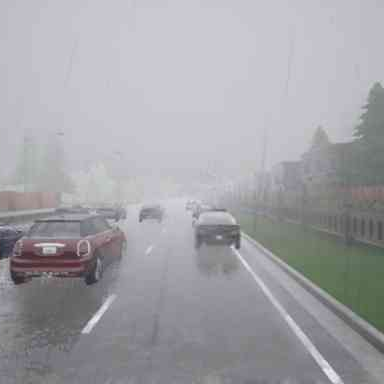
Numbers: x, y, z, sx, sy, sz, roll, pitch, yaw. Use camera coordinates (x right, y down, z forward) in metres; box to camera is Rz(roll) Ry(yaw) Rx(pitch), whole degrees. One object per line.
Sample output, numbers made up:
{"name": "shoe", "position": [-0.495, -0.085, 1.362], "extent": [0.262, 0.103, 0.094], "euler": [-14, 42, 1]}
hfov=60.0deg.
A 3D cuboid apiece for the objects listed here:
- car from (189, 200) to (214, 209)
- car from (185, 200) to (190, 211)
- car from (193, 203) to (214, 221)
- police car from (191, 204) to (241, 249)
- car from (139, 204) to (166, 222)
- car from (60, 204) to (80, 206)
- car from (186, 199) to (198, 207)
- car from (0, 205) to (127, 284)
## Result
{"name": "car", "position": [1.047, 1.586, 25.259], "extent": [2.097, 1.767, 4.553], "euler": [0, -1, 0]}
{"name": "car", "position": [-0.002, 2.050, 48.572], "extent": [1.895, 1.301, 4.718], "euler": [0, -1, 0]}
{"name": "car", "position": [1.047, 1.816, 31.287], "extent": [1.812, 1.442, 4.674], "euler": [0, -1, 0]}
{"name": "police car", "position": [1.049, 1.569, 15.399], "extent": [1.930, 1.638, 5.238], "euler": [0, -1, 0]}
{"name": "car", "position": [-3.403, 1.772, 28.876], "extent": [1.837, 1.490, 4.892], "euler": [0, -1, 0]}
{"name": "car", "position": [-10.403, 1.772, 28.879], "extent": [1.837, 1.490, 4.892], "euler": [0, -1, 0]}
{"name": "car", "position": [-0.006, 2.131, 63.143], "extent": [2.033, 1.411, 5.357], "euler": [0, -1, 0]}
{"name": "car", "position": [-3.401, 1.445, 10.072], "extent": [2.097, 1.767, 4.553], "euler": [0, -1, 0]}
